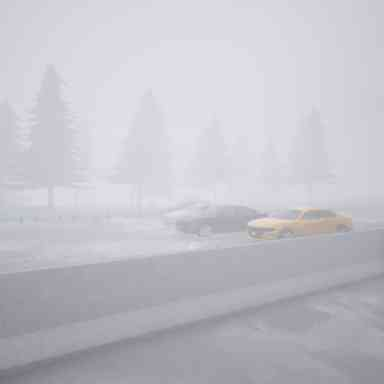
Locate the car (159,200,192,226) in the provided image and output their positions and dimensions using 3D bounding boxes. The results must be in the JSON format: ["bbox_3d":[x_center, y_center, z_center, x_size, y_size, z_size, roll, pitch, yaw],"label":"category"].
[{"bbox_3d":[0.513,1.392,20.129,4.674,1.442,1.812,0,0,-27],"label":"car"}]

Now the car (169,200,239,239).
[{"bbox_3d":[1.638,1.367,16.780,5.008,1.535,1.882,0,0,-27],"label":"car"}]

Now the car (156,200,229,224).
[{"bbox_3d":[0.077,1.347,23.802,4.892,1.490,1.837,0,0,-27],"label":"car"}]

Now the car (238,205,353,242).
[{"bbox_3d":[4.708,1.384,14.413,5.008,1.535,1.882,0,0,-26],"label":"car"}]
